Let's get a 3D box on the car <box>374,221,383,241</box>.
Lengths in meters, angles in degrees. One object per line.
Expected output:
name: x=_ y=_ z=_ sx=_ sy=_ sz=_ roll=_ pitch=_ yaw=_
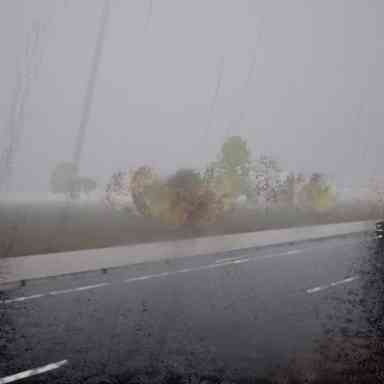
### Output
car: x=10.232 y=1.528 z=15.018 sx=4.718 sy=1.301 sz=1.895 roll=0 pitch=0 yaw=-36
